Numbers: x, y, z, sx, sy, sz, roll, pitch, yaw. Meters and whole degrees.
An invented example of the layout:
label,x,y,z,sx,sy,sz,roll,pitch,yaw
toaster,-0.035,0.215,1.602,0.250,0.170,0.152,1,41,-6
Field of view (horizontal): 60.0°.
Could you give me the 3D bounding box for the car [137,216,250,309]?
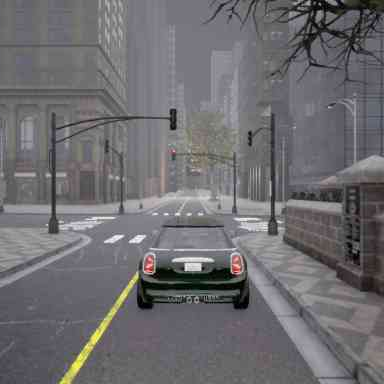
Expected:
label,x,y,z,sx,sy,sz,roll,pitch,yaw
car,0.034,1.352,8.041,2.097,1.767,4.553,0,0,0
